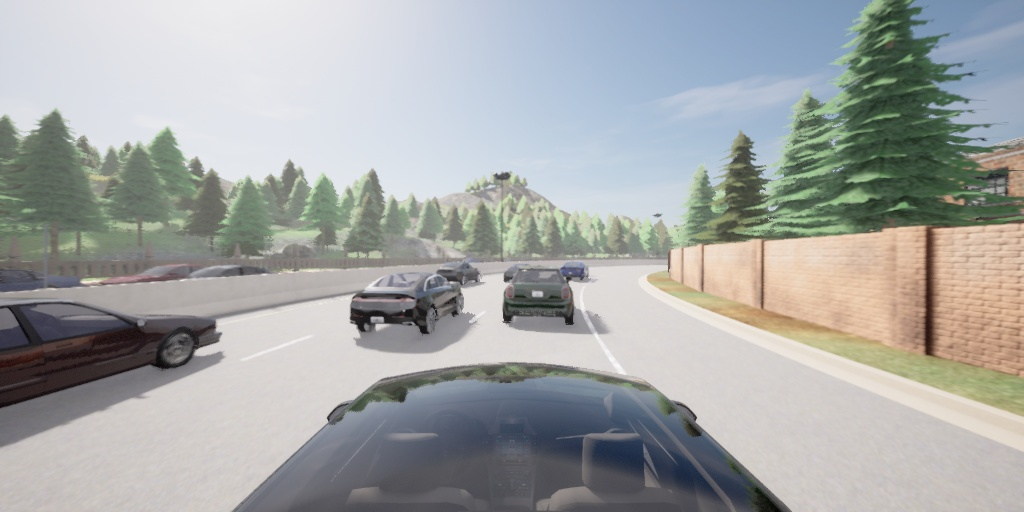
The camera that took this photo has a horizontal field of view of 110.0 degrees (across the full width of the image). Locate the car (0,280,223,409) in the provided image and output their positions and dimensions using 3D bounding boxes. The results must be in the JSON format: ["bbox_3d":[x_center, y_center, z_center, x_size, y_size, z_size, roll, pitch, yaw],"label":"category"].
[{"bbox_3d":[-6.773,1.262,4.642,2.033,1.411,5.357,0,0,2],"label":"car"}]

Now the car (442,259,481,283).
[{"bbox_3d":[-3.653,1.194,24.913,1.837,1.490,4.892,0,0,14],"label":"car"}]

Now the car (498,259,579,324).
[{"bbox_3d":[0.965,1.086,12.185,2.097,1.767,4.553,0,0,7],"label":"car"}]

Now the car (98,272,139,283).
[{"bbox_3d":[-16.180,1.126,17.065,1.882,1.535,5.008,0,0,9],"label":"car"}]

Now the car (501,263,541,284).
[{"bbox_3d":[0.794,1.268,27.726,1.994,1.385,4.181,0,0,17],"label":"car"}]

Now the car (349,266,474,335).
[{"bbox_3d":[-2.764,1.212,10.442,2.128,1.511,4.902,0,0,6],"label":"car"}]

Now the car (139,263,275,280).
[{"bbox_3d":[-12.827,1.170,15.911,1.837,1.490,4.892,0,0,9],"label":"car"}]

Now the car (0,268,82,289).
[{"bbox_3d":[-20.249,1.184,13.648,2.033,1.411,5.357,0,0,7],"label":"car"}]

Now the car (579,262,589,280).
[{"bbox_3d":[5.407,1.196,30.605,1.882,1.535,5.008,0,0,19],"label":"car"}]

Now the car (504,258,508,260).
[{"bbox_3d":[-0.788,1.116,57.812,1.882,1.535,5.008,0,0,33],"label":"car"}]
